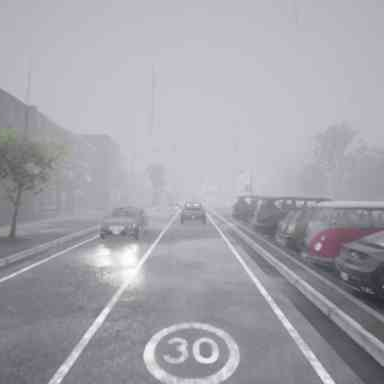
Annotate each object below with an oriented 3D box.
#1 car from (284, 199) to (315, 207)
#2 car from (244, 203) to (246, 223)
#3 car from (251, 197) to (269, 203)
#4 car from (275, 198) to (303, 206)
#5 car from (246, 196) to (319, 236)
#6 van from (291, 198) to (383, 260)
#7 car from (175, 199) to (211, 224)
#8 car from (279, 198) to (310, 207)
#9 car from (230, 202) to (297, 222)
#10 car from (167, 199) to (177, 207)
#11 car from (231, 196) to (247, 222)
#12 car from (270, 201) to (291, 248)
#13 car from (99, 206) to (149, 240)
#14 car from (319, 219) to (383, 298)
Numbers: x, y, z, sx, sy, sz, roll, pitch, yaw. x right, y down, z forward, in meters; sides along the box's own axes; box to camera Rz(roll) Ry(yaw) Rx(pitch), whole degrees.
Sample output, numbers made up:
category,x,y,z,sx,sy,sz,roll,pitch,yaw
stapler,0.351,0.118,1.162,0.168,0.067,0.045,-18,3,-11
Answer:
category,x,y,z,sx,sy,sz,roll,pitch,yaw
car,18.683,1.928,57.801,4.674,1.452,2.002,0,-1,0
car,5.596,1.505,18.154,4.892,1.521,2.231,0,0,0
car,18.733,2.143,91.835,4.553,1.767,2.185,0,-1,0
car,18.683,1.961,64.223,4.892,1.521,2.231,0,-1,0
car,5.619,1.244,15.350,5.566,2.045,2.435,0,0,0
van,5.478,1.258,9.745,4.442,1.987,1.878,0,0,0
car,0.092,1.561,25.521,2.128,1.511,4.902,0,0,0
car,18.693,1.923,60.950,5.008,1.535,2.097,0,-1,0
car,5.585,1.554,26.559,4.892,1.521,2.231,0,0,0
car,-3.317,2.007,58.709,1.994,1.385,4.181,0,-1,0
car,5.619,1.282,23.760,5.566,2.045,2.435,0,0,0
car,5.560,1.362,12.549,4.553,1.767,2.185,0,0,0
car,-3.354,1.522,17.190,2.128,1.511,4.902,0,0,0
car,5.592,1.480,6.940,4.892,1.521,2.231,0,0,0
